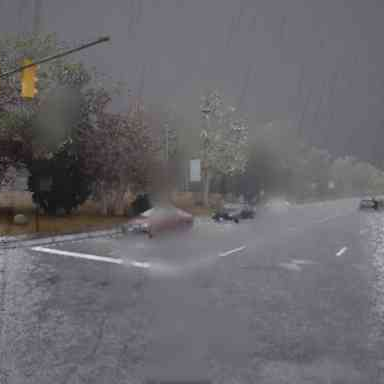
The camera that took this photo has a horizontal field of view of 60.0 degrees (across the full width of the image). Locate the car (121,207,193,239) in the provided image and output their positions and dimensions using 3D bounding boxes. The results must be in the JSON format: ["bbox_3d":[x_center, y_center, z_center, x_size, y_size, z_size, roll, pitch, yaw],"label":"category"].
[{"bbox_3d":[-1.656,1.519,17.572,1.812,1.442,4.674,0,0,32],"label":"car"}]

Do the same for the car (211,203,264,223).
[{"bbox_3d":[3.492,1.540,25.753,2.033,1.411,5.357,0,0,32],"label":"car"}]

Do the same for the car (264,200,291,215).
[{"bbox_3d":[8.806,1.518,34.137,1.812,1.442,4.674,0,0,32],"label":"car"}]

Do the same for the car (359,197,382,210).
[{"bbox_3d":[22.640,1.488,42.579,2.128,1.511,4.902,0,0,32],"label":"car"}]
